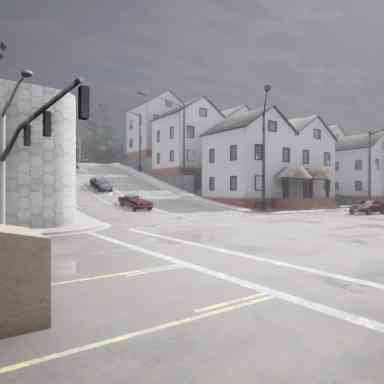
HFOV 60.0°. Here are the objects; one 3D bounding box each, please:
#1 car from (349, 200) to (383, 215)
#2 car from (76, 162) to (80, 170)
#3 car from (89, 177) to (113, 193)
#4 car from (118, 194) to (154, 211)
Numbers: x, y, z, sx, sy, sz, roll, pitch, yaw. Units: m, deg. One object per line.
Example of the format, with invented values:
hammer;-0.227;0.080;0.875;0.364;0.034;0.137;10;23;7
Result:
car;17.887;1.526;33.751;4.674;1.442;1.812;0;0;-35
car;-19.605;-4.652;53.452;2.097;1.767;4.553;1;13;-34
car;-11.289;-0.961;41.235;1.837;1.490;4.892;0;13;-35
car;-5.595;0.971;32.964;1.895;1.301;4.718;0;7;-35
